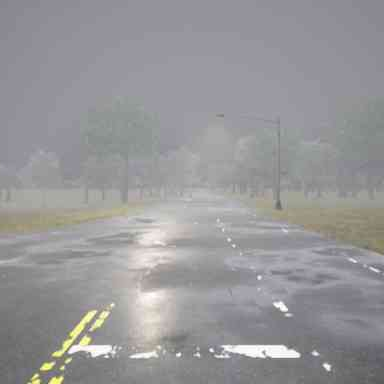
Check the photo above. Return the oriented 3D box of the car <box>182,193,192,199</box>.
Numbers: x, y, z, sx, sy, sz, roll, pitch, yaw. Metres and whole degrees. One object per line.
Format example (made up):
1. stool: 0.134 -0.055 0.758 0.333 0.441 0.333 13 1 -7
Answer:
1. car: -1.121 0.874 78.457 2.128 1.511 4.902 0 1 6
